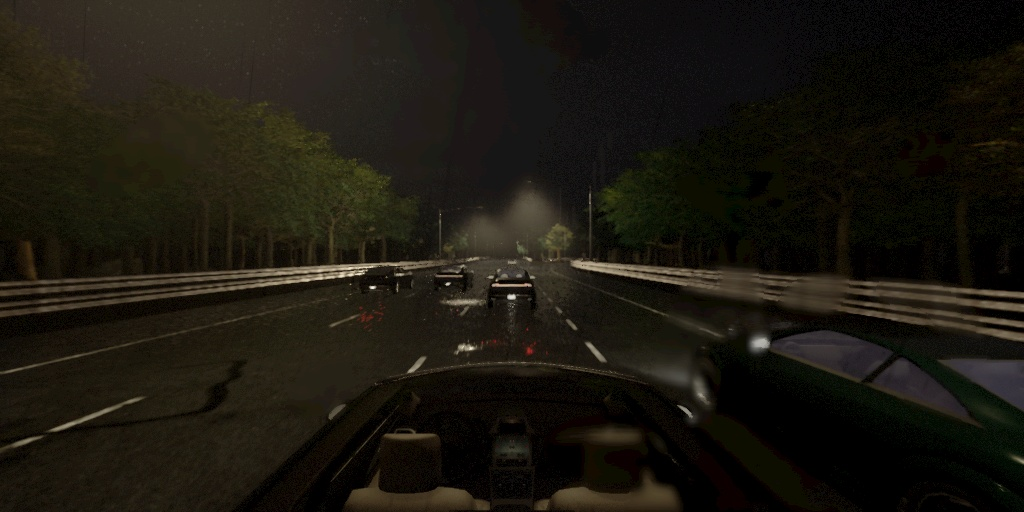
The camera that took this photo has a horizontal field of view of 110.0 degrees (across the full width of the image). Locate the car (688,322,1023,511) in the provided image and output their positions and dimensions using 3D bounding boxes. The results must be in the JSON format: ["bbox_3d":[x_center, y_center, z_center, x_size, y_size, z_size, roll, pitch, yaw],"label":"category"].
[{"bbox_3d":[3.501,1.317,3.423,1.994,1.385,4.181,0,0,0],"label":"car"}]

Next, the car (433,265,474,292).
[{"bbox_3d":[-3.395,1.287,21.454,2.128,1.511,4.902,0,0,0],"label":"car"}]

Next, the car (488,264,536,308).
[{"bbox_3d":[-0.009,1.275,15.380,2.128,1.511,4.902,0,0,0],"label":"car"}]

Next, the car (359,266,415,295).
[{"bbox_3d":[-6.896,1.299,20.171,1.837,1.490,4.892,0,0,0],"label":"car"}]
